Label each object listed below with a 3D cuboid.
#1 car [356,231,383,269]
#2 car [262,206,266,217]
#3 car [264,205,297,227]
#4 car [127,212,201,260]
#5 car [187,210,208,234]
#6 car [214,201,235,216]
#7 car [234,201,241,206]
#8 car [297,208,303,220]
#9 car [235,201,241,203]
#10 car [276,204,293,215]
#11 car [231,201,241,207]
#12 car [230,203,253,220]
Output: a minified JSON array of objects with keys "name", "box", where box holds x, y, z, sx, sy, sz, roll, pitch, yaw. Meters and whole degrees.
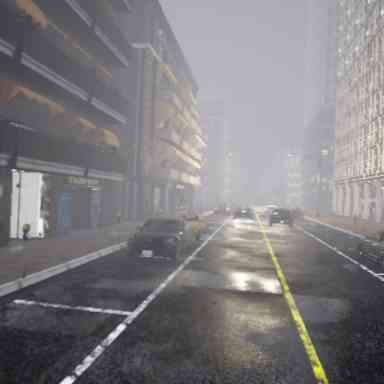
[{"name":"car","box":[7.186,1.986,11.523,1.947,1.339,4.313,2,-1,10]},{"name":"car","box":[9.578,2.346,40.627,1.812,1.442,4.674,2,0,10]},{"name":"car","box":[7.462,2.109,28.334,1.837,1.490,4.892,2,0,10]},{"name":"car","box":[-1.064,1.651,12.963,1.947,1.339,4.313,2,-1,10]},{"name":"car","box":[-0.123,1.705,18.361,1.752,1.417,4.829,2,-1,10]},{"name":"car","box":[3.780,2.016,40.786,1.967,1.590,4.097,2,-1,10]},{"name":"car","box":[12.709,3.094,92.466,1.802,1.307,4.206,2,-1,10]},{"name":"car","box":[12.024,2.456,39.344,1.887,1.381,4.507,2,-1,10]},{"name":"car","box":[9.580,2.730,74.170,2.008,1.369,4.403,2,-1,10]},{"name":"car","box":[13.959,2.661,50.473,2.008,1.369,4.403,2,-1,10]},{"name":"car","box":[10.548,2.831,79.734,2.008,1.369,4.403,2,-1,10]},{"name":"car","box":[5.435,2.150,34.902,1.994,1.385,4.181,2,-1,10]}]
